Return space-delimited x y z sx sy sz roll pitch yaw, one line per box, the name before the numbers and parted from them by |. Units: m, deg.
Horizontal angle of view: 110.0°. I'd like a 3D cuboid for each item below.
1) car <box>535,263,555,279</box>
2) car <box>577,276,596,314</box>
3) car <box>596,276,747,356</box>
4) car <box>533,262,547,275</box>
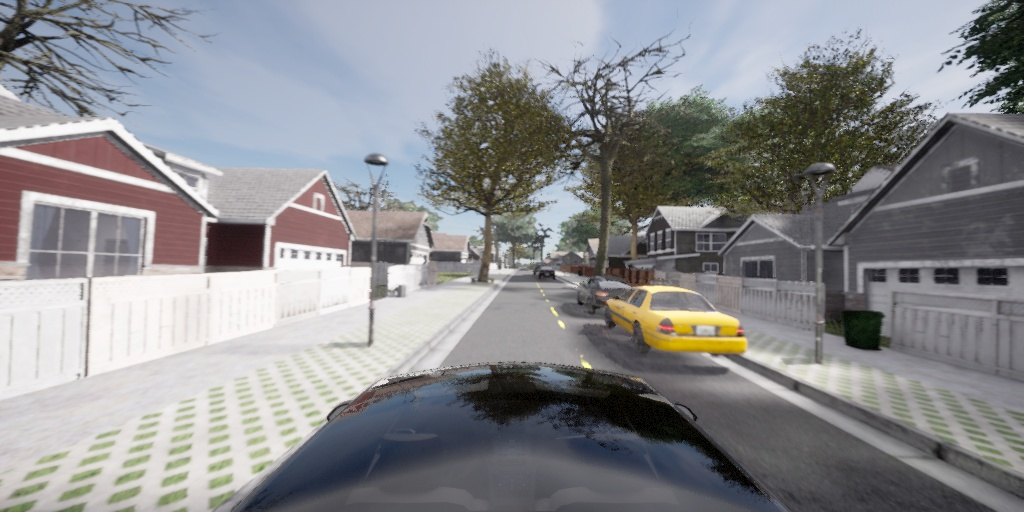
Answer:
car | 4.073 1.951 42.878 1.882 1.535 5.008 2 -1 2
car | 3.909 1.562 15.097 1.812 1.442 4.674 2 -1 2
car | 3.718 1.407 9.290 1.801 1.575 5.366 2 -1 2
car | 4.417 1.915 55.114 2.150 2.045 5.566 2 -1 2
